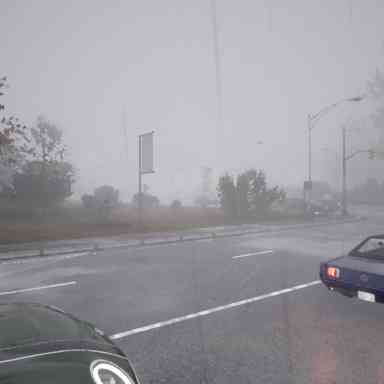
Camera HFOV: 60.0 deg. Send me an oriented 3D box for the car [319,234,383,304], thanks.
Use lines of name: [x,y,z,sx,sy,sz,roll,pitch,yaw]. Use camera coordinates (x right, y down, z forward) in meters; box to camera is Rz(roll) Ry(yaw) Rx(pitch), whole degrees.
car: [4.942,1.573,7.254,4.718,1.301,1.895,0,0,-35]

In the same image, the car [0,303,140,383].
car: [-2.531,1.352,1.918,4.553,1.767,2.097,0,0,-36]

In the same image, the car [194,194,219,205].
car: [2.353,1.117,53.120,2.097,1.767,4.553,-1,0,-39]

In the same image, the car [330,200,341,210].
car: [14.461,1.247,37.959,2.128,1.511,4.902,-1,0,-39]

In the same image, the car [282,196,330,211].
car: [11.740,1.291,35.726,1.837,1.490,4.892,-1,0,-38]
